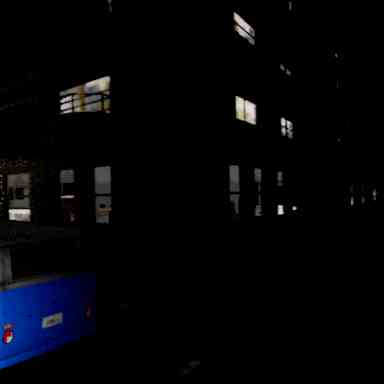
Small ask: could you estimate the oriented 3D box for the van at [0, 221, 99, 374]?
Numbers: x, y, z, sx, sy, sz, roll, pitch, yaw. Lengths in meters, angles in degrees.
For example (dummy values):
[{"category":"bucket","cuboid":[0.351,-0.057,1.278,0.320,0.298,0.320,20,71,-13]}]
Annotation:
[{"category":"van","cuboid":[-3.229,1.355,5.199,3.998,1.788,1.690,0,-1,36]}]
